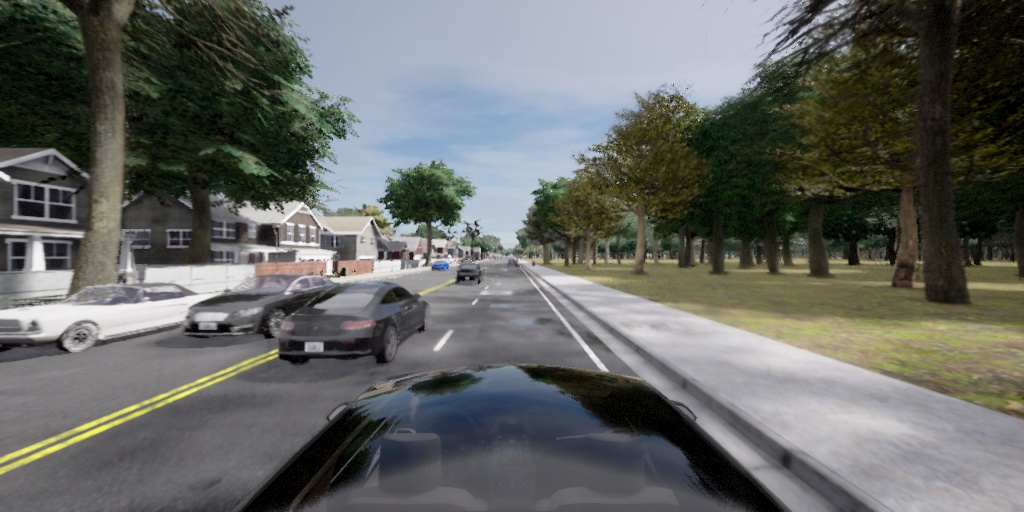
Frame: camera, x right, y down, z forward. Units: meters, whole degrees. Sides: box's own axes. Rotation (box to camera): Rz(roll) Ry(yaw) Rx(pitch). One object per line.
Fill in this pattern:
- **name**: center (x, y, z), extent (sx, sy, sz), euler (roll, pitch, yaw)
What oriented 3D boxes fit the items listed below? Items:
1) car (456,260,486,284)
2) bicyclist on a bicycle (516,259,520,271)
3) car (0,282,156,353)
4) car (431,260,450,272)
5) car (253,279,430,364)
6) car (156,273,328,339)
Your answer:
- **car**: center (-3.154, 1.314, 27.614), extent (1.837, 1.490, 4.892), euler (0, 0, 0)
- **bicyclist on a bicycle**: center (0.880, 1.295, 49.586), extent (0.866, 1.612, 1.509), euler (0, -1, 0)
- **car**: center (-9.852, 1.368, 9.000), extent (1.895, 1.301, 4.718), euler (0, 0, 0)
- **car**: center (-9.832, 1.335, 49.379), extent (1.882, 1.535, 5.008), euler (0, 0, 0)
- **car**: center (-3.152, 1.290, 8.017), extent (1.812, 1.442, 4.674), euler (0, 0, 0)
- **car**: center (-6.601, 1.261, 10.234), extent (2.128, 1.511, 4.902), euler (0, 0, 0)
